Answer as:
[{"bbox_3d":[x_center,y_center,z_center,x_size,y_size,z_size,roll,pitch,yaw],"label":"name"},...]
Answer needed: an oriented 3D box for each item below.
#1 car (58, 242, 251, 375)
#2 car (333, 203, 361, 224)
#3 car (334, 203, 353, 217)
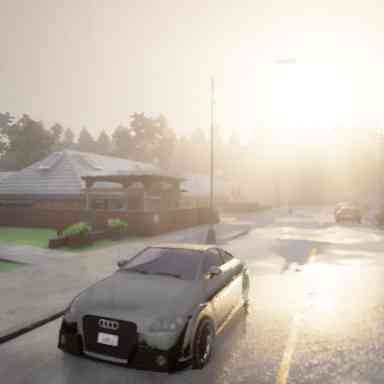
[{"bbox_3d":[-0.274,1.635,5.895,1.994,1.385,4.181,0,-1,22],"label":"car"},{"bbox_3d":[13.932,2.002,29.755,1.994,1.385,4.181,0,-1,22],"label":"car"},{"bbox_3d":[17.876,2.083,39.390,1.837,1.490,4.892,0,0,22],"label":"car"}]
